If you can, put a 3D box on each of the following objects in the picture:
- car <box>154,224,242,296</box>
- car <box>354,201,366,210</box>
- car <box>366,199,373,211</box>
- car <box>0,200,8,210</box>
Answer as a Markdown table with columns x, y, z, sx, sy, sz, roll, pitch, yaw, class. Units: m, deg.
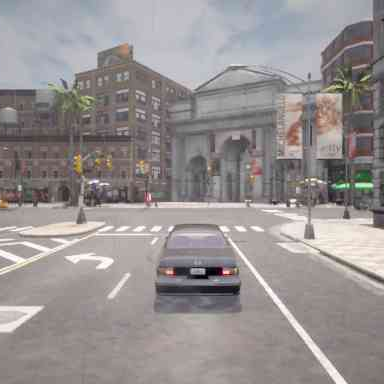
| x | y | z | sx | sy | sz | roll | pitch | yaw | class |
| --- | --- | --- | --- | --- | --- | --- | --- | --- | --- |
| 0.114 | 1.547 | 8.800 | 2.033 | 1.411 | 5.357 | 0 | 0 | 0 | car |
| 22.293 | 1.564 | 41.017 | 4.181 | 1.385 | 1.994 | 0 | 0 | 0 | car |
| 22.719 | 1.526 | 37.518 | 4.674 | 1.442 | 1.812 | 0 | 0 | 1 | car |
| -25.698 | 1.477 | 41.527 | 5.008 | 1.535 | 1.882 | 0 | 0 | 1 | car |
